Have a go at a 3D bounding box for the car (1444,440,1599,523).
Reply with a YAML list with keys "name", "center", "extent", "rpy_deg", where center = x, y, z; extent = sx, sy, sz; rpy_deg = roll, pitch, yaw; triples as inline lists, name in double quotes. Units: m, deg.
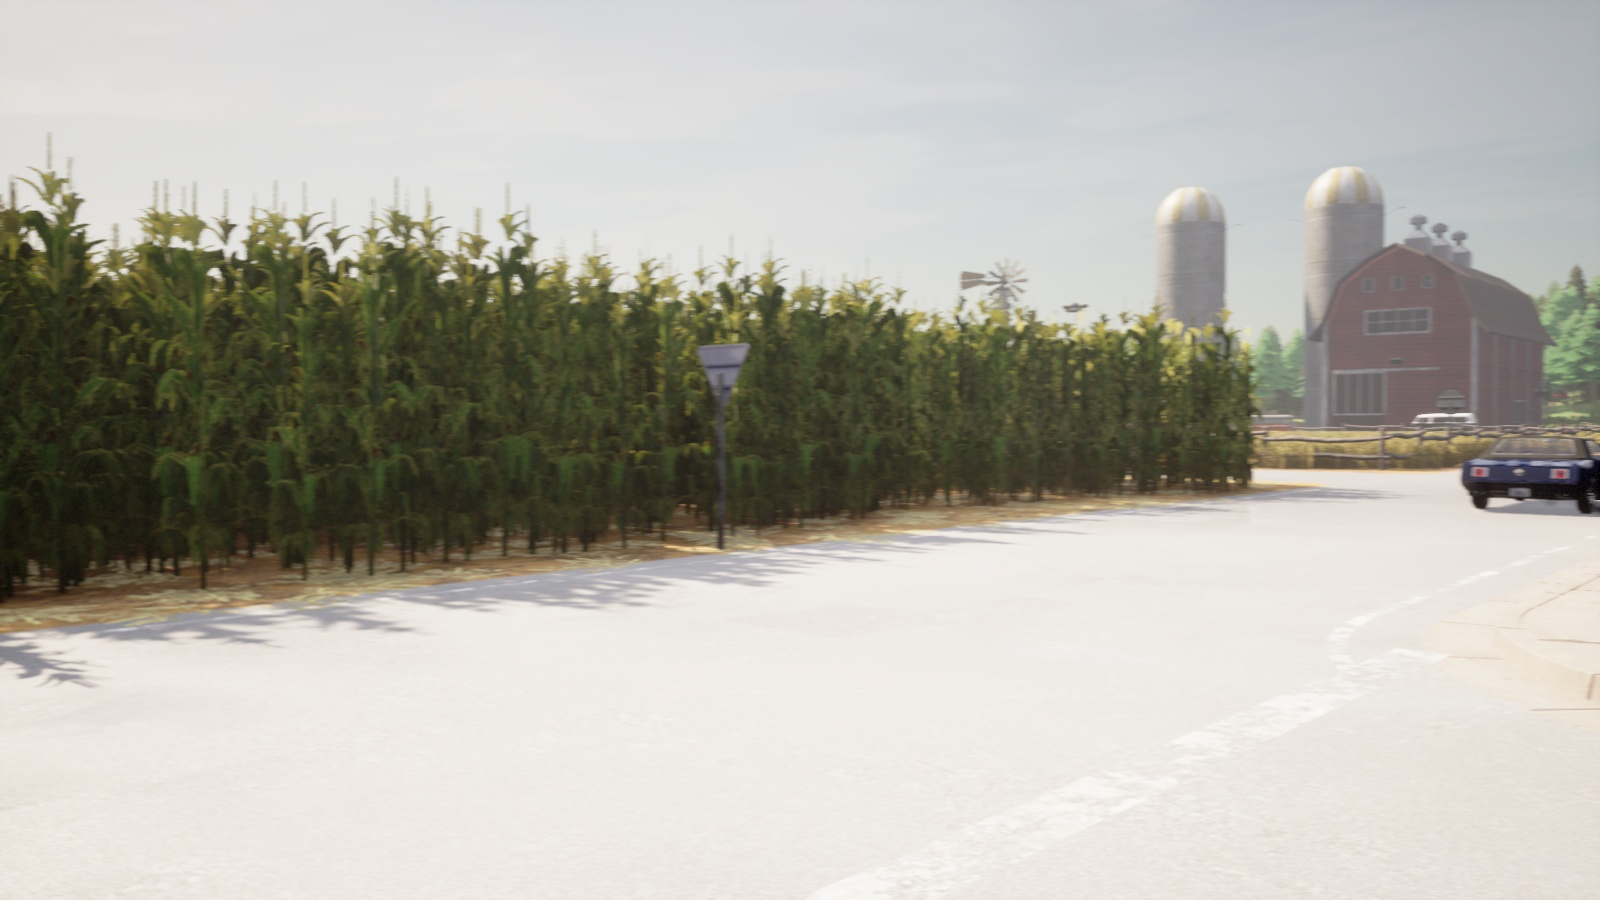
- name: "car"
  center: [13.447, 0.488, 22.880]
  extent: [1.895, 1.301, 4.718]
  rpy_deg: [1, 2, 42]
